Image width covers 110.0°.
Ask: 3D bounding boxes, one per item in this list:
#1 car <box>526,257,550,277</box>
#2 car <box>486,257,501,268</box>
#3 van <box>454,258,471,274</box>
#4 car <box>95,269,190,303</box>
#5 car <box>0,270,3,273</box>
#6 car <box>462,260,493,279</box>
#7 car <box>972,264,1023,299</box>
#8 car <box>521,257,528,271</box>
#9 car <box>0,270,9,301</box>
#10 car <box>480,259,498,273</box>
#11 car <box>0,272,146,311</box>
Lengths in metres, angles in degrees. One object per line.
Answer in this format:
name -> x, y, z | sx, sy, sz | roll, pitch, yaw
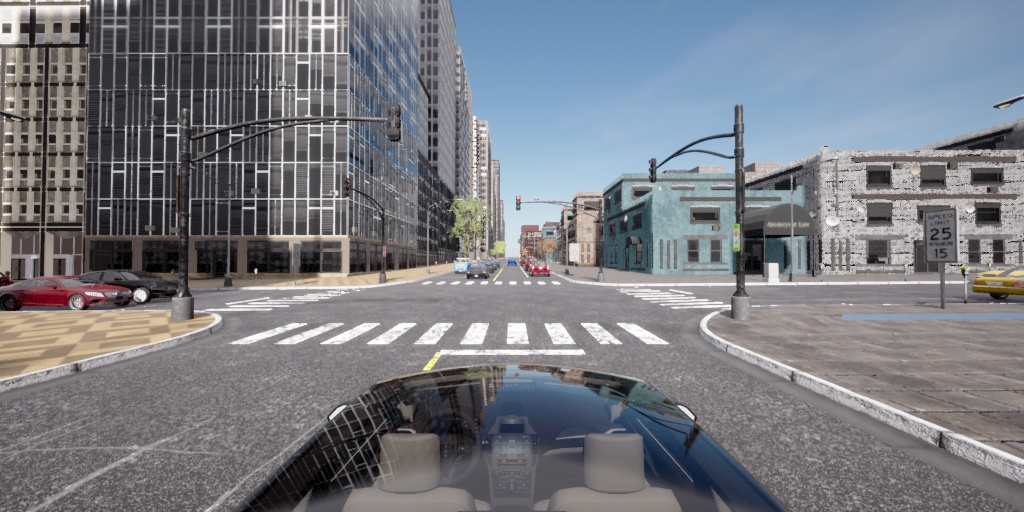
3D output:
car -> 2.704, 1.196, 35.843 | 1.967, 1.591, 4.097 | 0, 0, 0
car -> -3.077, 1.306, 52.181 | 2.033, 1.411, 5.357 | 0, 0, 0
van -> -5.675, 1.098, 41.481 | 1.690, 1.789, 3.998 | 0, 0, 0
car -> -17.888, 1.360, 16.622 | 5.008, 1.535, 1.882 | -1, -1, 0
car -> -23.098, 1.326, 14.067 | 4.097, 1.591, 1.967 | 0, 0, 1
car -> -3.073, 1.304, 33.034 | 2.033, 1.411, 5.357 | 0, 0, -1
car -> 20.694, 0.995, 13.631 | 4.829, 1.417, 1.751 | 0, 0, 1
car -> 2.708, 1.073, 47.191 | 2.192, 1.841, 5.009 | 0, 0, 0
car -> -27.385, 1.465, 16.716 | 4.902, 1.511, 2.128 | -1, -1, 1
car -> -3.084, 1.321, 42.337 | 1.994, 1.385, 4.181 | 0, 0, 0
car -> -17.415, 1.413, 14.010 | 4.207, 1.307, 1.802 | 0, 0, 1
